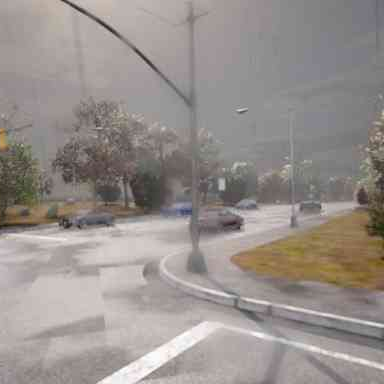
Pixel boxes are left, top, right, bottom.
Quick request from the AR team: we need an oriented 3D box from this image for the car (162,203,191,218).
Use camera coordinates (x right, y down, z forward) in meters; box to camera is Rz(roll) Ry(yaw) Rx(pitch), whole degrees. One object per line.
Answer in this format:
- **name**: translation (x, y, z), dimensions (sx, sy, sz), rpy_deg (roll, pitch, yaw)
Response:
- **car**: translation (-1.240, 1.931, 35.593), dimensions (1.882, 1.535, 5.008), rpy_deg (-2, -1, 32)

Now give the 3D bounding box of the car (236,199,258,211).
- **car**: translation (8.360, 1.892, 50.773), dimensions (2.097, 1.767, 4.553), rpy_deg (-2, -1, 33)

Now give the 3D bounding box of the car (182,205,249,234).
- **car**: translation (1.564, 1.734, 20.412), dimensions (1.994, 1.385, 4.181), rpy_deg (-2, -1, 34)

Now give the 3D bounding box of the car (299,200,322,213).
- **car**: translation (14.582, 1.752, 40.851), dimensions (1.837, 1.490, 4.892), rpy_deg (-2, -1, 32)

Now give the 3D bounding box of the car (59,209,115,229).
- **car**: translation (-7.910, 1.999, 25.293), dimensions (1.994, 1.385, 4.181), rpy_deg (-2, -1, 34)
